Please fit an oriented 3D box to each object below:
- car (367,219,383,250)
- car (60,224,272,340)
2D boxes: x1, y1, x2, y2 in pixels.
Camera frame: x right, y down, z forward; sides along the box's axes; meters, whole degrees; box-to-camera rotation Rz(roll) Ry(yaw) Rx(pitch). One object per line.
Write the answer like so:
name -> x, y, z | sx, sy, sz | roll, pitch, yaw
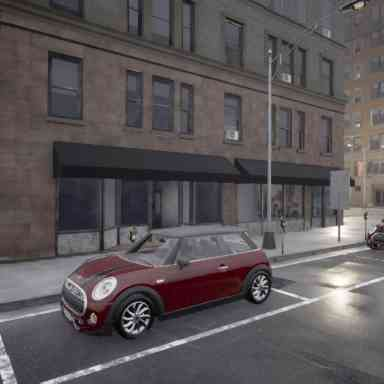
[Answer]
car -> 8.561, 1.445, 12.898 | 4.097, 1.590, 1.967 | 0, 0, -36
car -> -0.370, 1.441, 6.500 | 4.097, 1.590, 1.967 | 0, 0, -36
